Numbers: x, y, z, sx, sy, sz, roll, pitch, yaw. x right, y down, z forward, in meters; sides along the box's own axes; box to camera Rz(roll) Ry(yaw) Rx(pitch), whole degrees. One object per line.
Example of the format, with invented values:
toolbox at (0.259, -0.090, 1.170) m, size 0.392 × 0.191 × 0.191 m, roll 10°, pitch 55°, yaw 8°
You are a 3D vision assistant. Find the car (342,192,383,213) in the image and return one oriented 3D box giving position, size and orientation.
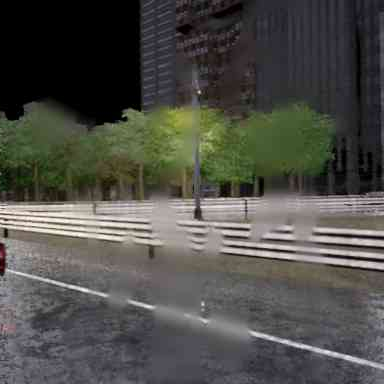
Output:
car at (14.921, 0.821, 27.825) m, size 4.553 × 1.767 × 2.097 m, roll -2°, pitch 0°, yaw -4°

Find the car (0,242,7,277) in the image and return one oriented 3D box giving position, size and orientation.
car at (-6.894, 1.565, 8.847) m, size 5.008 × 1.535 × 1.882 m, roll 0°, pitch 0°, yaw 36°
